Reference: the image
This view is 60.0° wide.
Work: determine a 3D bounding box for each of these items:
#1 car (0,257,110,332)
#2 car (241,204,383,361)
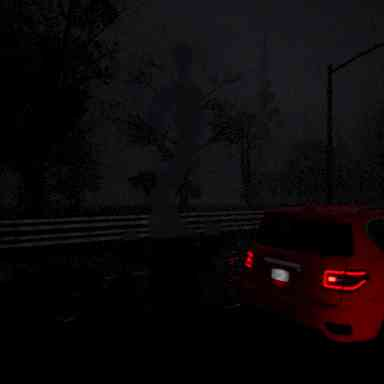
[{"bbox_3d":[-3.814,1.600,5.307,4.718,1.301,1.895,0,0,-35],"label":"car"},{"bbox_3d":[3.407,1.247,6.117,5.566,2.045,2.150,0,0,-35],"label":"car"}]
